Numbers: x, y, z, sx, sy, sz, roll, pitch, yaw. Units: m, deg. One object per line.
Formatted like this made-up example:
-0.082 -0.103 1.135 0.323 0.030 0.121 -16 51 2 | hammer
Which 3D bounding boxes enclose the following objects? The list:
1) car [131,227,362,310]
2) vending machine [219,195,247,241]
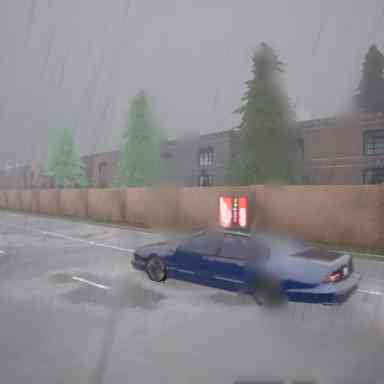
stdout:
0.949 1.548 7.852 5.357 1.411 2.033 0 0 39 | car
1.984 1.196 16.013 0.880 2.100 1.100 0 0 42 | vending machine
